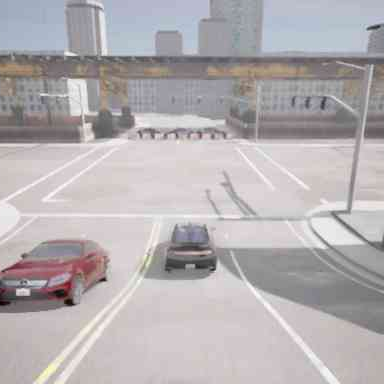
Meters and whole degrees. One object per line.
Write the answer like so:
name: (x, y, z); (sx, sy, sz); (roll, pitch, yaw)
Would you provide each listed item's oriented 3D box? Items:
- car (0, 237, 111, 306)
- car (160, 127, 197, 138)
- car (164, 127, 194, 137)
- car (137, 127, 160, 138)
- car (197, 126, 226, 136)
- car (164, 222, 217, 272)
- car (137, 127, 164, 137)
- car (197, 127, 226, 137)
car: (-3.551, 2.033, 9.323); (1.812, 1.442, 4.674); (0, -5, 0)
car: (-2.136, -9.702, 54.242); (4.974, 1.542, 2.038); (-11, 19, -34)
car: (-2.094, -9.862, 54.228); (4.536, 1.218, 1.853); (-11, 19, -34)
car: (-6.744, -9.717, 54.306); (4.974, 1.542, 2.038); (15, 22, 42)
car: (3.197, -10.058, 54.895); (4.536, 1.218, 1.853); (9, 18, 28)
car: (-0.062, 1.920, 13.166); (2.128, 1.511, 4.902); (0, 7, 0)
car: (-6.781, -9.878, 54.298); (4.536, 1.218, 1.853); (15, 22, 42)
car: (3.243, -9.899, 54.914); (4.974, 1.542, 2.038); (9, 18, 28)
